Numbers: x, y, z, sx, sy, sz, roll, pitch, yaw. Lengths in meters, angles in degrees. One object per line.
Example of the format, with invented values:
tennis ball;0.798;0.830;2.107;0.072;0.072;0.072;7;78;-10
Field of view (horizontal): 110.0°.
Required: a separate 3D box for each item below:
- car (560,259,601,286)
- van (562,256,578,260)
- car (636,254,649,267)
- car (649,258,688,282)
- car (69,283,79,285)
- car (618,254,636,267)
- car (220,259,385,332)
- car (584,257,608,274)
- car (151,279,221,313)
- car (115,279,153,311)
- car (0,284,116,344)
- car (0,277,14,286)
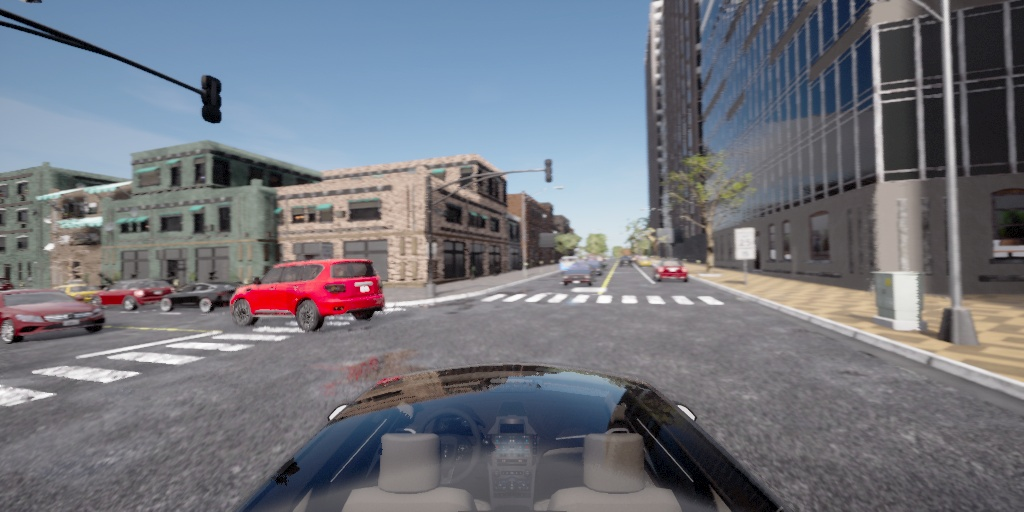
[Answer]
car;4.666;1.179;24.320;2.033;1.411;5.357;-1;0;17
van;6.156;0.934;37.954;1.690;1.789;3.998;0;0;17
car;19.080;0.803;51.521;1.751;1.417;4.829;0;0;17
car;10.916;0.920;24.900;1.967;1.591;4.097;0;0;17
car;-25.286;2.222;20.602;4.829;1.417;1.751;0;0;18
car;16.388;0.847;51.634;1.837;1.490;4.892;-1;0;17
car;-6.781;1.215;11.842;5.566;2.045;2.150;-3;-2;26
car;7.660;1.104;34.058;2.033;1.411;5.357;-1;0;17
car;-14.564;1.902;17.161;4.313;1.339;1.948;0;0;18
car;-19.844;1.956;18.856;4.097;1.591;1.967;0;0;18
car;-15.185;1.777;11.278;4.674;1.442;1.812;-2;-1;18
car;-35.684;2.373;23.939;5.009;1.841;2.192;0;0;18
